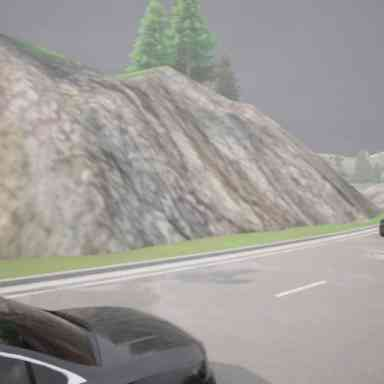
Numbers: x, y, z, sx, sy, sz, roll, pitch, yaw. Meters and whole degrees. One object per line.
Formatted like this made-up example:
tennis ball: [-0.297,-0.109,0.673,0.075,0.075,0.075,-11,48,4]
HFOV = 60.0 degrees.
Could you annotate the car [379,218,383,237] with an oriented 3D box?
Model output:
car: [12.243,1.767,18.976,4.892,1.490,1.837,0,0,-45]

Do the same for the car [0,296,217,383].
car: [-2.023,1.531,2.328,4.892,1.490,1.837,0,0,-35]
